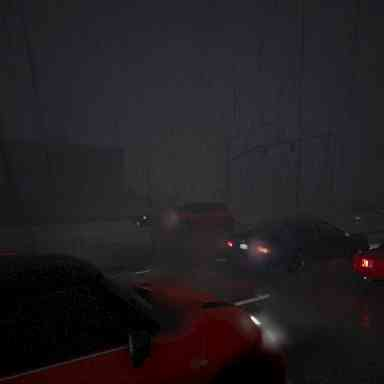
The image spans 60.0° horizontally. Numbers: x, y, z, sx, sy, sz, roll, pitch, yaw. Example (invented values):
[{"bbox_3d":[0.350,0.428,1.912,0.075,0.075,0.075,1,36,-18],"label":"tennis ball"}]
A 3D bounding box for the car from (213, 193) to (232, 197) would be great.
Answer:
[{"bbox_3d":[5.658,1.222,59.262,2.150,2.045,5.566,0,0,-36],"label":"car"}]

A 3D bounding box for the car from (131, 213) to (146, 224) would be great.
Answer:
[{"bbox_3d":[-1.444,1.601,21.376,4.718,1.301,1.895,0,0,-35],"label":"car"}]

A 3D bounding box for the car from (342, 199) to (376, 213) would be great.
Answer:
[{"bbox_3d":[17.823,1.504,35.096,4.892,1.490,1.837,0,0,-35],"label":"car"}]

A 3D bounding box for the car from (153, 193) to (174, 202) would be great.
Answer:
[{"bbox_3d":[-6.493,1.225,76.104,2.150,2.045,5.566,0,0,-36],"label":"car"}]

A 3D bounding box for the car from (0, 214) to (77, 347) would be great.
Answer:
[{"bbox_3d":[-4.339,1.352,4.953,4.553,1.767,2.097,0,0,-35],"label":"car"}]

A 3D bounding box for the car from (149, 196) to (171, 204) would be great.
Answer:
[{"bbox_3d":[-6.182,1.505,63.688,1.837,1.490,4.892,0,0,-36],"label":"car"}]

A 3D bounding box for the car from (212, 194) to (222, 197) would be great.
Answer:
[{"bbox_3d":[2.402,1.547,57.774,2.033,1.411,5.357,0,0,-36],"label":"car"}]

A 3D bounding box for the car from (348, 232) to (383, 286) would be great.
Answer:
[{"bbox_3d":[6.052,1.601,8.097,4.718,1.301,1.895,0,0,-35],"label":"car"}]

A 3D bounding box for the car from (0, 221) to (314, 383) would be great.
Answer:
[{"bbox_3d":[-1.281,1.352,2.833,4.553,1.767,2.097,0,0,-35],"label":"car"}]

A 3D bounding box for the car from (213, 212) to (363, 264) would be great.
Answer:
[{"bbox_3d":[3.481,1.547,10.569,5.357,1.411,2.033,0,0,-35],"label":"car"}]

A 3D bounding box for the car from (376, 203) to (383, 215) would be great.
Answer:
[{"bbox_3d":[20.389,1.564,32.626,4.181,1.385,1.994,0,0,-35],"label":"car"}]

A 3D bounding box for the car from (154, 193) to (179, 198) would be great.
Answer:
[{"bbox_3d":[-3.632,1.221,54.163,2.150,2.045,5.566,0,0,-35],"label":"car"}]

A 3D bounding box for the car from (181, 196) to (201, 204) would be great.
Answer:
[{"bbox_3d":[-0.218,1.564,67.418,1.994,1.385,4.181,0,0,-37],"label":"car"}]

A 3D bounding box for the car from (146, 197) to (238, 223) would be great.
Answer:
[{"bbox_3d":[0.154,1.352,18.216,4.553,1.767,2.097,0,0,-35],"label":"car"}]
